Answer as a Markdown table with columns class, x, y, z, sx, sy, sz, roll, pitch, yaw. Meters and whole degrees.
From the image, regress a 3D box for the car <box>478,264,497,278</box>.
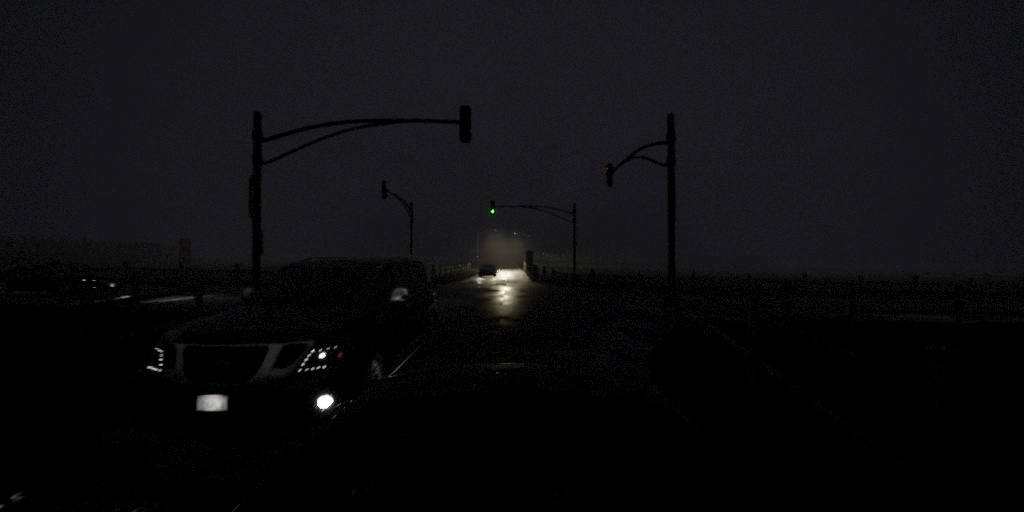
| class | x | y | z | sx | sy | sz | roll | pitch | yaw |
| --- | --- | --- | --- | --- | --- | --- | --- | --- | --- |
| car | -2.713 | 1.641 | 40.814 | 1.882 | 1.535 | 5.008 | 0 | 0 | 0 |

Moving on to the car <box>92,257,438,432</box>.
| class | x | y | z | sx | sy | sz | roll | pitch | yaw |
| --- | --- | --- | --- | --- | --- | --- | --- | --- | --- |
| car | -2.745 | 1.027 | 6.057 | 2.150 | 2.045 | 5.566 | 0 | -1 | 0 |

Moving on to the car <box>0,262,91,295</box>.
| class | x | y | z | sx | sy | sz | roll | pitch | yaw |
| --- | --- | --- | --- | --- | --- | --- | --- | --- | --- |
| car | -20.665 | 1.028 | 16.349 | 4.902 | 1.511 | 2.128 | 1 | -1 | 0 |
